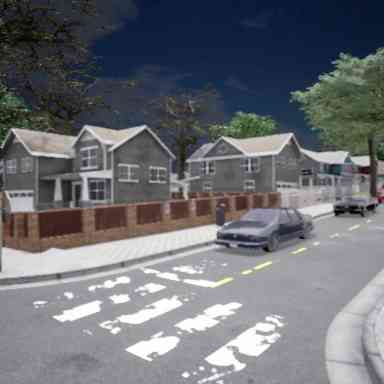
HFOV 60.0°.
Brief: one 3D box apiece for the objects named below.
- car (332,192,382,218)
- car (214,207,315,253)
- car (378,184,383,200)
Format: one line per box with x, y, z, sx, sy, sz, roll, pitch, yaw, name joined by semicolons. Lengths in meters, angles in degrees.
11.170;0.921;22.638;1.895;1.301;4.718;-1;2;40;car
3.069;1.302;12.998;2.033;1.411;5.357;-1;1;40;car
20.132;0.029;33.256;2.150;2.045;5.566;-1;2;40;car
